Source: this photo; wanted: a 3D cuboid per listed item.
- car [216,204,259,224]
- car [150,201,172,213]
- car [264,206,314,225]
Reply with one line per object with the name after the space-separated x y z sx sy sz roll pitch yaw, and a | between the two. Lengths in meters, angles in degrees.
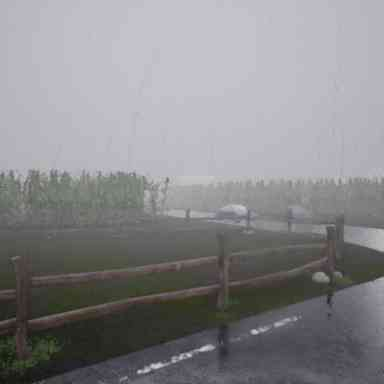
3.671 1.782 27.893 1.812 1.442 4.674 0 0 -25 | car
-4.257 1.971 44.705 1.837 1.490 4.892 0 0 -25 | car
7.640 1.781 26.457 1.994 1.385 4.181 0 -1 -26 | car
